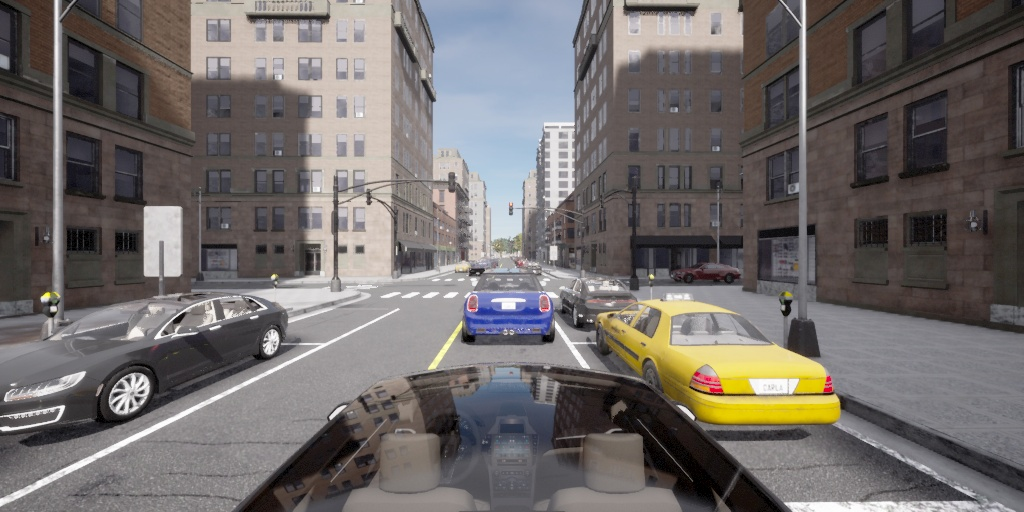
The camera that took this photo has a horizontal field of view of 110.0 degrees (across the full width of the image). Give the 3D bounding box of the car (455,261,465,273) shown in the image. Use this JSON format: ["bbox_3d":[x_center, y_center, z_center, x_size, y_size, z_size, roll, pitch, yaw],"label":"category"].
[{"bbox_3d":[-5.887,1.272,43.436,1.751,1.417,4.829,0,0,-1],"label":"car"}]

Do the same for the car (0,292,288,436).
[{"bbox_3d":[-5.429,1.300,5.646,2.007,1.370,4.403,0,0,-1],"label":"car"}]

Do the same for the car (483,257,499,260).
[{"bbox_3d":[-3.493,1.308,56.291,1.994,1.385,4.181,0,0,-1],"label":"car"}]

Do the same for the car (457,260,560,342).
[{"bbox_3d":[-0.084,1.102,9.905,2.097,1.767,4.553,0,0,0],"label":"car"}]

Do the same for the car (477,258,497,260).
[{"bbox_3d":[-3.378,1.294,46.285,2.033,1.411,5.357,0,0,0],"label":"car"}]

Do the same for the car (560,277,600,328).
[{"bbox_3d":[2.534,1.300,11.150,2.007,1.370,4.403,0,0,-1],"label":"car"}]

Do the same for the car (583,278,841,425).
[{"bbox_3d":[2.602,1.275,5.914,1.751,1.417,4.829,0,0,-1],"label":"car"}]

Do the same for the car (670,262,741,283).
[{"bbox_3d":[13.931,1.186,25.926,4.674,1.442,1.812,0,0,1],"label":"car"}]

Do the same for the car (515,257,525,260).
[{"bbox_3d":[1.928,1.183,60.749,1.967,1.591,4.097,0,0,-1],"label":"car"}]
